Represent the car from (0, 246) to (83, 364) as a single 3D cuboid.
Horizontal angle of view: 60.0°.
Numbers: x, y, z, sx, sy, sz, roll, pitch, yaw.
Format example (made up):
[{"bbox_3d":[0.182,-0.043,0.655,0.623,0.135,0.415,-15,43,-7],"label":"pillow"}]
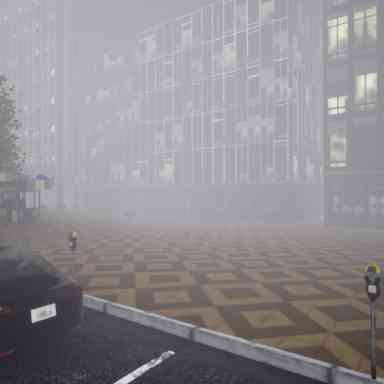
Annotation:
[{"bbox_3d":[-3.568,1.566,5.417,4.313,1.339,1.947,0,0,35],"label":"car"}]
